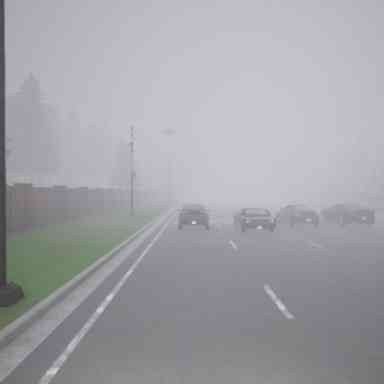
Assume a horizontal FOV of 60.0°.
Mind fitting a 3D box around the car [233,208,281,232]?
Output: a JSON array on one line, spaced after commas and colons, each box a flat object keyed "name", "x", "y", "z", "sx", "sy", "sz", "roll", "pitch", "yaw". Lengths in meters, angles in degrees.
[{"name": "car", "x": 3.606, "y": 1.595, "z": 19.950, "sx": 1.895, "sy": 1.301, "sz": 4.718, "roll": 0, "pitch": 0, "yaw": 0}]

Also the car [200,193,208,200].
[{"name": "car", "x": 3.527, "y": 1.465, "z": 94.698, "sx": 1.837, "sy": 1.490, "sz": 4.892, "roll": 0, "pitch": 0, "yaw": 0}]

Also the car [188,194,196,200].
[{"name": "car", "x": 0.027, "y": 1.320, "z": 95.053, "sx": 2.097, "sy": 1.767, "sz": 4.553, "roll": 0, "pitch": 0, "yaw": 0}]

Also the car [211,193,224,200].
[{"name": "car", "x": 7.027, "y": 1.190, "z": 94.727, "sx": 2.150, "sy": 2.045, "sz": 5.566, "roll": 0, "pitch": 0, "yaw": 0}]

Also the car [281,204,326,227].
[{"name": "car", "x": 7.093, "y": 1.519, "z": 22.527, "sx": 1.812, "sy": 1.442, "sz": 4.674, "roll": 0, "pitch": 0, "yaw": 0}]

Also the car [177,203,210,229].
[{"name": "car", "x": 0.107, "y": 1.499, "z": 21.512, "sx": 1.837, "sy": 1.490, "sz": 4.892, "roll": 0, "pitch": 0, "yaw": 0}]

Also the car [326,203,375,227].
[{"name": "car", "x": 10.607, "y": 1.471, "z": 23.029, "sx": 1.882, "sy": 1.535, "sz": 5.008, "roll": 0, "pitch": 0, "yaw": 0}]
